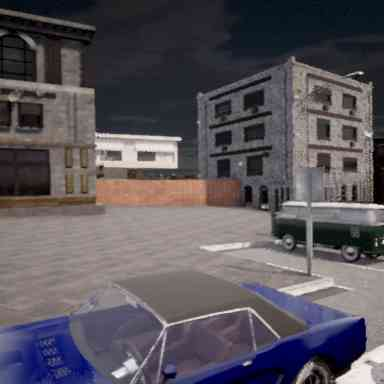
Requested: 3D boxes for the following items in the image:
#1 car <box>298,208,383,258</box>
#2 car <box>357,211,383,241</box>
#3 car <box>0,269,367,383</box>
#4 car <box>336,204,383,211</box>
[{"bbox_3d":[7.472,1.700,14.328,2.097,1.535,5.008,2,-1,-35],"label":"car"},{"bbox_3d":[12.018,1.924,17.778,1.946,1.575,5.366,3,-1,-35],"label":"car"},{"bbox_3d":[-0.460,1.593,3.234,4.718,1.301,1.895,0,0,-33],"label":"car"},{"bbox_3d":[9.770,1.683,15.915,2.185,1.767,4.553,3,-1,-35],"label":"car"}]
